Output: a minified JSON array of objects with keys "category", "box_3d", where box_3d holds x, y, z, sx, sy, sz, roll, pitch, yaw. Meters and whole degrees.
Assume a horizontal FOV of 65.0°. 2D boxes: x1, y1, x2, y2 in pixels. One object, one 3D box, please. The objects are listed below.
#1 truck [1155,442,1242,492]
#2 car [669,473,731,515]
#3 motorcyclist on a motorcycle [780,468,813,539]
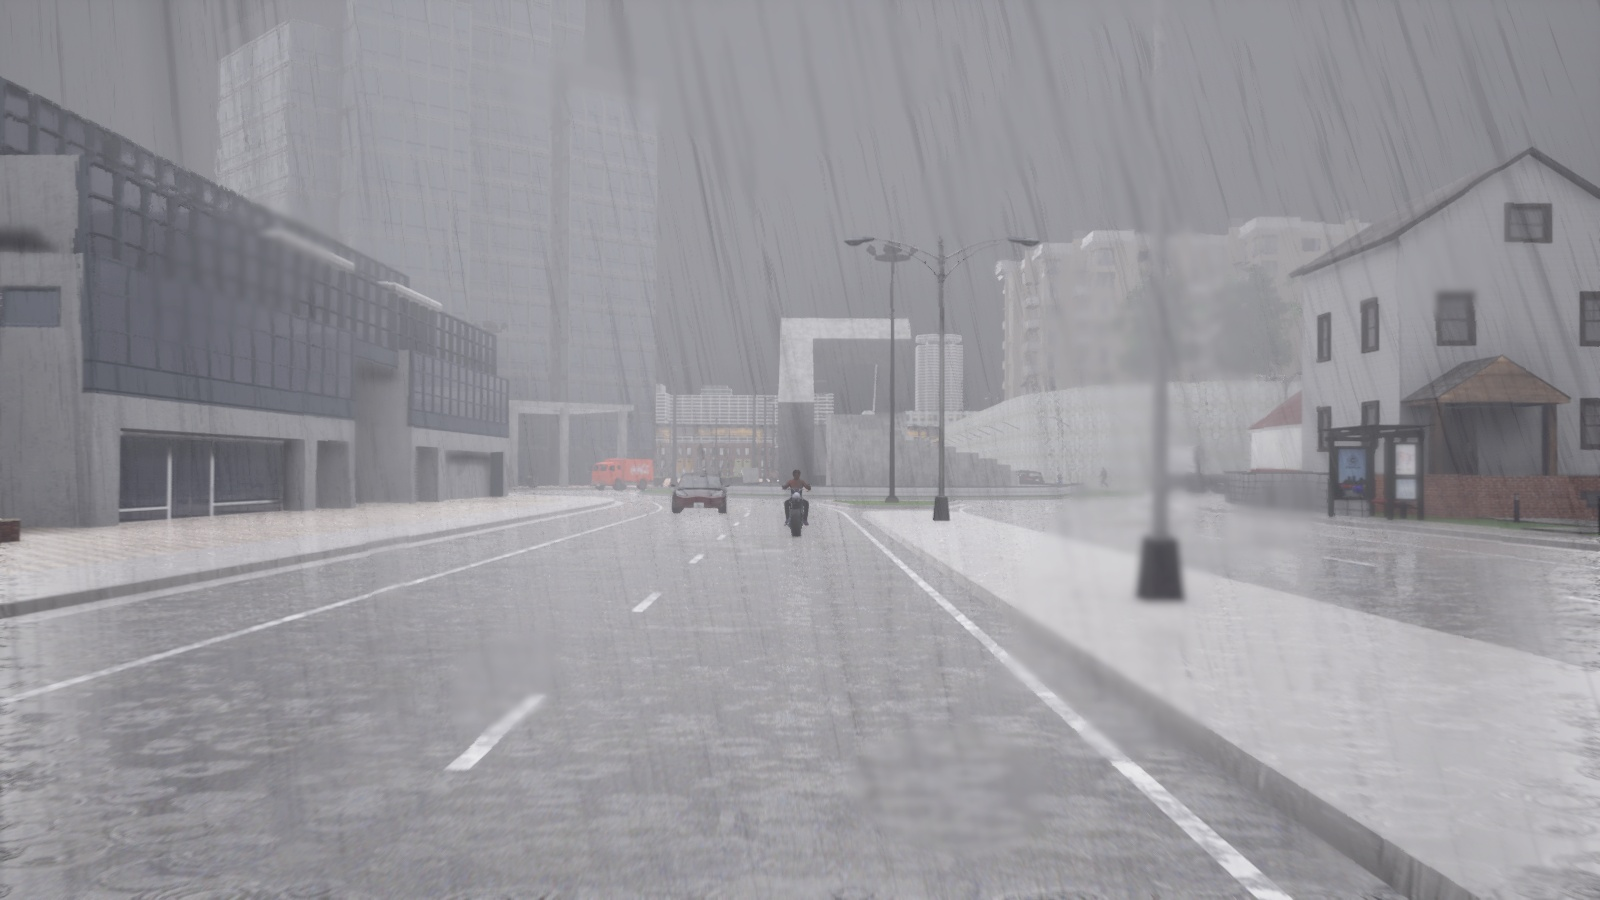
[{"category":"truck","box_3d":[28.920,1.249,91.527,2.891,3.462,7.936,0,-1,-8]},{"category":"car","box_3d":[-3.696,1.617,47.051,2.163,1.488,4.792,0,-1,-3]},{"category":"motorcyclist on a motorcycle","box_3d":[-0.074,1.277,30.575,0.766,1.649,2.350,0,-1,0]}]
